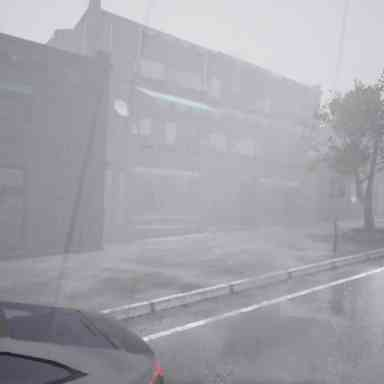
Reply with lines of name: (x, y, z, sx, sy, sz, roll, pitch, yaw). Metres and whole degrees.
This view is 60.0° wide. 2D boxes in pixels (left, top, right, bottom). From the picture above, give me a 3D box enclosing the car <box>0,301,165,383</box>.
car: (-2.199, 1.568, 2.115, 4.181, 1.385, 1.994, 0, 0, -36)
